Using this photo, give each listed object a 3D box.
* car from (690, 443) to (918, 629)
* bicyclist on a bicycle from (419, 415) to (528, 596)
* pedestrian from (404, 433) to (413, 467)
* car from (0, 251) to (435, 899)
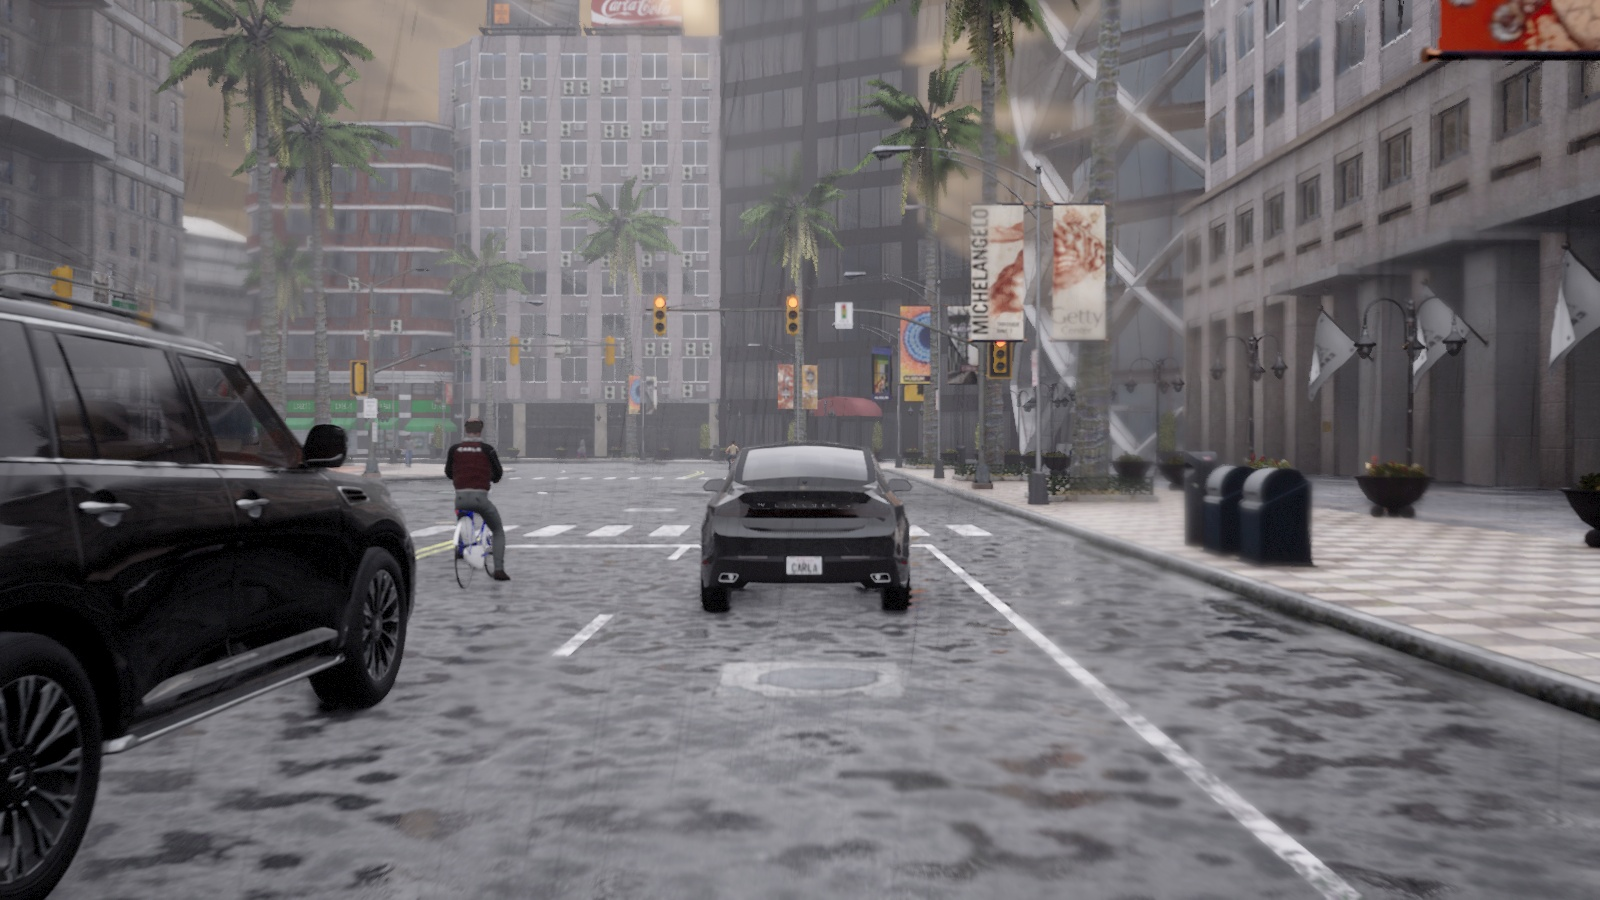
[{"bbox_3d":[0.069,0.681,12.553,1.837,1.490,4.892,0,0,1],"label":"car"},{"bbox_3d":[-3.410,0.539,13.276,0.659,1.776,1.843,0,1,0],"label":"bicyclist on a bicycle"},{"bbox_3d":[-21.225,0.003,68.005,0.354,1.836,0.706,0,0,-8],"label":"pedestrian"},{"bbox_3d":[-3.457,0.429,5.361,2.150,2.045,5.566,0,0,0],"label":"car"}]
